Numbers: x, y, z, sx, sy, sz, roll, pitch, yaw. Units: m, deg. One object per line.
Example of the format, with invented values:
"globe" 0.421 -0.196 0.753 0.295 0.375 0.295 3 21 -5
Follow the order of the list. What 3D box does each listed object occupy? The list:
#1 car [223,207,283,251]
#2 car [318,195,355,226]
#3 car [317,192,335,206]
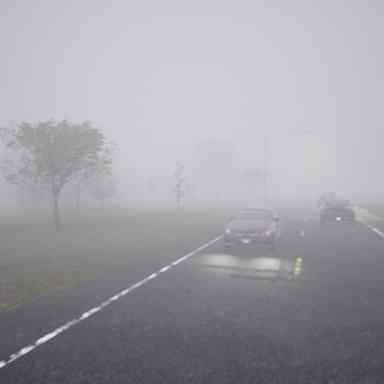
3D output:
"car" 2.602 1.345 13.442 1.812 1.442 4.674 0 1 20
"car" 9.006 1.179 20.768 1.837 1.490 4.892 0 1 21
"car" 15.494 0.757 37.896 2.097 1.767 4.553 0 1 22
